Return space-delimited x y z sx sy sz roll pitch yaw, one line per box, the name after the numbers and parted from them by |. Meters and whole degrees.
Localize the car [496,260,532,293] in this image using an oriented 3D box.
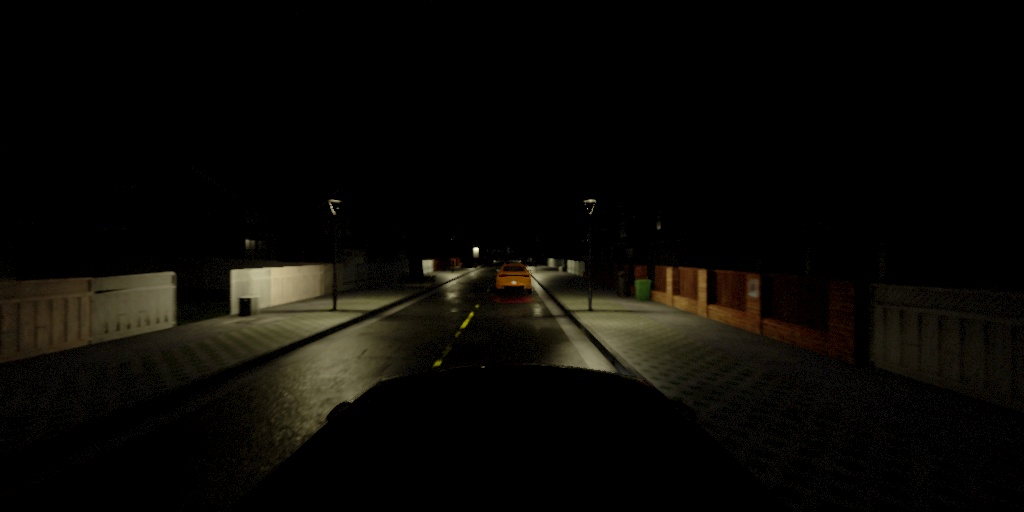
0.102 1.197 20.760 1.882 1.535 5.008 0 0 0 | car
